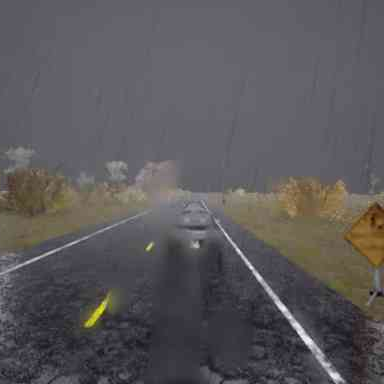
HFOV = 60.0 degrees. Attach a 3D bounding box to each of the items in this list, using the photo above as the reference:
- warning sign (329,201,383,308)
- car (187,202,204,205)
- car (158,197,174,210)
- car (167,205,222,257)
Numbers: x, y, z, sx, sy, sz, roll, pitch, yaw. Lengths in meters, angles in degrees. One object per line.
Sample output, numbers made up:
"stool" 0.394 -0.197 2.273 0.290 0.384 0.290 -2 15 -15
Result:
"warning sign" 3.535 1.114 6.413 1.300 1.860 1.060 -1 -1 0
"car" 0.178 1.558 28.790 1.994 1.385 4.181 0 0 0
"car" -3.382 1.471 43.966 1.882 1.535 5.008 0 0 1
"car" 0.106 1.489 12.904 2.128 1.511 4.902 0 0 0
